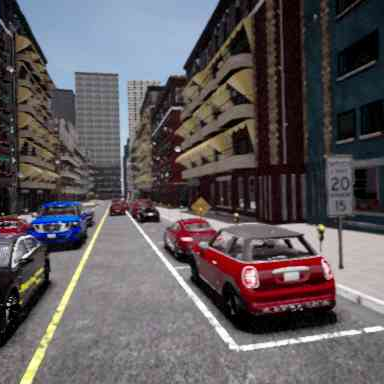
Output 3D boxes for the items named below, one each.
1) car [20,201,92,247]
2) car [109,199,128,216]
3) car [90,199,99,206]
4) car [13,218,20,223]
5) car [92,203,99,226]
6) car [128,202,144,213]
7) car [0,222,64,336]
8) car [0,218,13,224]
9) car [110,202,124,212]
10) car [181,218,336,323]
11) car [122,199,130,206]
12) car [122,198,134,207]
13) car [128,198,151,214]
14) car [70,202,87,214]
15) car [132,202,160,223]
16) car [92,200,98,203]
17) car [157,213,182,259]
[{"bbox_3d":[-6.512,1.537,16.641,2.150,2.045,5.566,-2,0,-13],"label":"car"},{"bbox_3d":[-9.102,2.026,40.715,1.882,1.535,5.008,-2,0,-13],"label":"car"},{"bbox_3d":[-25.400,2.793,86.628,1.967,1.590,4.097,-2,0,-13],"label":"car"},{"bbox_3d":[-8.980,1.975,16.388,1.802,1.307,4.206,-2,0,-13],"label":"car"},{"bbox_3d":[-8.854,1.945,26.753,2.128,1.511,4.902,-2,0,-13],"label":"car"},{"bbox_3d":[-7.628,2.111,45.219,1.802,1.307,4.206,-2,0,-13],"label":"car"},{"bbox_3d":[-4.212,1.671,6.821,2.128,1.511,4.902,-2,0,-13],"label":"car"},{"bbox_3d":[-7.724,1.759,10.985,1.967,1.590,4.097,-2,0,-13],"label":"car"},{"bbox_3d":[-11.434,2.249,50.708,1.994,1.385,4.181,-2,0,-14],"label":"car"},{"bbox_3d":[1.211,1.448,7.401,1.967,1.590,4.097,-3,0,-13],"label":"car"},{"bbox_3d":[-16.507,2.571,83.205,1.752,1.417,4.829,-2,0,-13],"label":"car"},{"bbox_3d":[-13.953,2.212,72.235,2.192,1.841,5.009,-2,0,-13],"label":"car"},{"bbox_3d":[-5.115,1.696,34.414,2.192,1.841,5.009,-3,0,-13],"label":"car"},{"bbox_3d":[-16.561,2.279,48.806,1.967,1.590,4.097,-2,0,-13],"label":"car"},{"bbox_3d":[-3.841,1.872,29.010,1.947,1.339,4.313,-3,0,-13],"label":"car"},{"bbox_3d":[-22.832,2.729,75.656,1.752,1.417,4.829,-2,0,-13],"label":"car"},{"bbox_3d":[-0.049,1.664,12.803,1.802,1.307,4.206,-3,0,-13],"label":"car"}]
